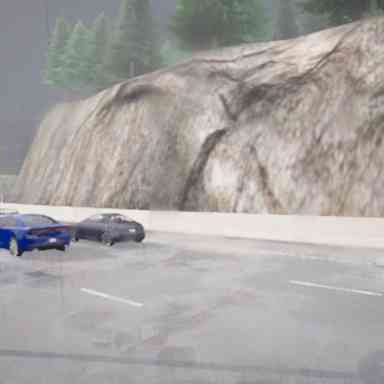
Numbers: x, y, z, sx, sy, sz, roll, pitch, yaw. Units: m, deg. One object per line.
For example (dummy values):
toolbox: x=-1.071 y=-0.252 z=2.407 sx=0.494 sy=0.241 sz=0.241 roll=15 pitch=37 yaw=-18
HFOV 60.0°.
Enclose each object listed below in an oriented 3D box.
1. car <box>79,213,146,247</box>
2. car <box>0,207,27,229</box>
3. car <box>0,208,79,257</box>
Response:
car: x=-4.144 y=1.697 z=15.914 sx=4.181 sy=1.385 sz=1.994 roll=-1 pitch=0 yaw=40
car: x=-14.185 y=1.874 z=24.916 sx=4.718 sy=1.301 sz=1.895 roll=-1 pitch=0 yaw=45
car: x=-6.942 y=1.620 z=13.705 sx=5.008 sy=1.535 sz=1.882 roll=0 pitch=0 yaw=41
